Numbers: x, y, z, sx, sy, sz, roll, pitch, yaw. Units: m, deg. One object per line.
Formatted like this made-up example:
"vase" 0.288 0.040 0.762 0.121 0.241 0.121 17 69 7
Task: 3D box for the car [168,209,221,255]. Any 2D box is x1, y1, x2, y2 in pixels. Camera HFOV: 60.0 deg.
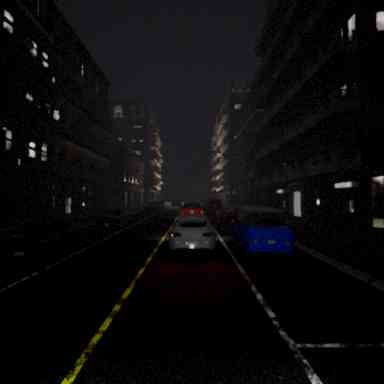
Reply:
"car" 0.025 1.672 13.910 1.812 1.442 4.674 0 0 1

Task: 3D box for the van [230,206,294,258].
"van" 2.700 1.479 13.118 1.690 1.788 3.998 1 -1 0

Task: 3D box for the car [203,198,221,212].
"car" 2.692 1.802 46.542 2.192 1.841 5.009 1 -1 0

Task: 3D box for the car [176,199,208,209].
"car" 0.017 1.649 28.450 2.097 1.767 4.553 0 -1 0

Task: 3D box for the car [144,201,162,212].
"car" -5.691 2.032 46.578 1.887 1.381 4.507 1 -1 0

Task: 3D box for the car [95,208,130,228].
"car" -5.686 1.820 24.294 1.947 1.339 4.313 1 -1 0

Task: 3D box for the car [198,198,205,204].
"car" 2.678 2.483 91.277 1.752 1.417 4.829 1 -1 0

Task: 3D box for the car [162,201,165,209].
"car" -5.693 2.127 52.148 1.802 1.307 4.206 1 -1 0

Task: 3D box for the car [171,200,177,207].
"car" -3.026 2.231 65.400 2.033 1.411 5.357 0 -1 0

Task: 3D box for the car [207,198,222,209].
"car" 2.693 1.744 40.972 2.192 1.841 5.009 1 -1 0

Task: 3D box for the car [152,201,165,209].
"car" -5.695 2.186 57.719 1.802 1.307 4.206 1 -1 0

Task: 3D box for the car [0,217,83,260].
"car" -5.683 1.704 13.153 1.947 1.339 4.313 1 -1 0

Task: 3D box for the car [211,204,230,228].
"car" 2.695 1.799 24.256 1.887 1.381 4.507 1 -1 0

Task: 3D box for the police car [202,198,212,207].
"police car" 2.982 2.129 67.129 1.930 1.638 5.238 0 -1 0
